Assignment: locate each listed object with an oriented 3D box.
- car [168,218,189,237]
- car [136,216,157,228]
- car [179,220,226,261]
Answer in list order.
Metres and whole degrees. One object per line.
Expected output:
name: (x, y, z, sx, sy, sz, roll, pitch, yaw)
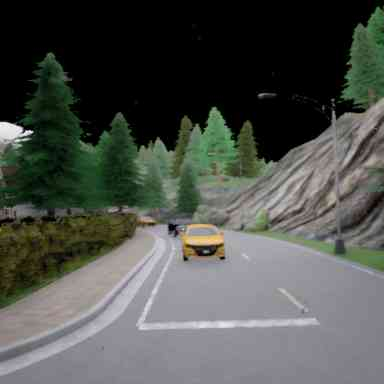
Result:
car: (-0.918, 3.051, 29.001, 2.128, 1.511, 4.902, -1, -3, -13)
car: (-6.200, 3.955, 44.057, 1.882, 1.535, 5.008, 0, -4, -28)
car: (0.482, 2.338, 16.314, 1.882, 1.535, 5.008, -1, -3, -2)
